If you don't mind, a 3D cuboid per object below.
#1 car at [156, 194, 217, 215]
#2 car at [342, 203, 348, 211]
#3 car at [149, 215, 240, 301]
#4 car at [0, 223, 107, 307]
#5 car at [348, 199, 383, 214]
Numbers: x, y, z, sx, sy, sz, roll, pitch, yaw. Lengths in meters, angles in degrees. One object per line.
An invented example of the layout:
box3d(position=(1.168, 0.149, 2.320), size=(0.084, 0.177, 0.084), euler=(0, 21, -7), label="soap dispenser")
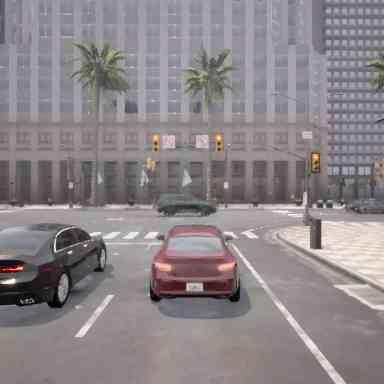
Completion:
box3d(position=(-0.510, 1.221, 30.802), size=(5.566, 2.045, 2.150), euler=(0, 0, 0), label="car")
box3d(position=(19.774, 1.491, 37.985), size=(4.902, 1.511, 2.128), euler=(0, 0, 0), label="car")
box3d(position=(0.075, 1.526, 8.212), size=(1.812, 1.442, 4.674), euler=(0, 0, 1), label="car")
box3d(position=(-3.435, 1.505, 7.960), size=(1.837, 1.490, 4.892), euler=(0, 0, 0), label="car")
box3d(position=(19.052, 1.564, 34.485), size=(4.181, 1.385, 1.994), euler=(0, 0, 0), label="car")
